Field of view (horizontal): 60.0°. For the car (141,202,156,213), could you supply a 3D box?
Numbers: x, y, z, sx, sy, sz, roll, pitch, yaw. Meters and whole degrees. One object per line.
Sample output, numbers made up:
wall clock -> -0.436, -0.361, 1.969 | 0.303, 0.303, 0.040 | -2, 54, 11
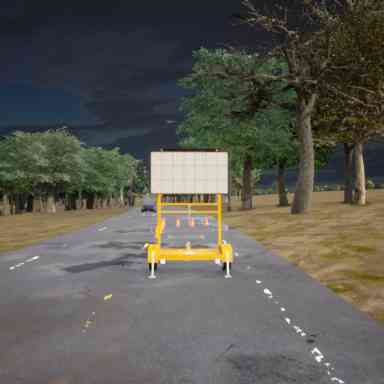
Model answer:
car -> -5.570, 1.999, 43.199 | 2.033, 1.411, 5.357 | 0, -1, -5

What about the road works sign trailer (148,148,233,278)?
road works sign trailer -> -0.081, 0.481, 10.183 | 2.380, 3.560, 2.880 | 0, 0, -2
